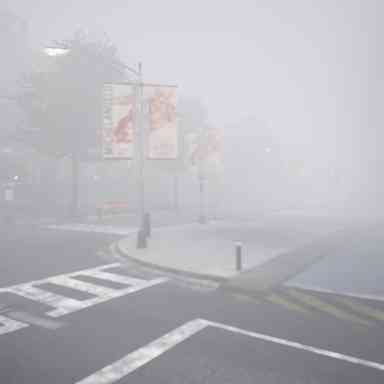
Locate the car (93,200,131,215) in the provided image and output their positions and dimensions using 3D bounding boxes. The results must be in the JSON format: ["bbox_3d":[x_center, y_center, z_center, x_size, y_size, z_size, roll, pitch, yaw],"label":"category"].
[{"bbox_3d":[-9.327,1.750,39.114,2.097,1.767,4.553,-1,-1,35],"label":"car"}]

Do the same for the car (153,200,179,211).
[{"bbox_3d":[-3.645,1.924,47.117,1.812,1.442,4.674,-1,-1,35],"label":"car"}]
